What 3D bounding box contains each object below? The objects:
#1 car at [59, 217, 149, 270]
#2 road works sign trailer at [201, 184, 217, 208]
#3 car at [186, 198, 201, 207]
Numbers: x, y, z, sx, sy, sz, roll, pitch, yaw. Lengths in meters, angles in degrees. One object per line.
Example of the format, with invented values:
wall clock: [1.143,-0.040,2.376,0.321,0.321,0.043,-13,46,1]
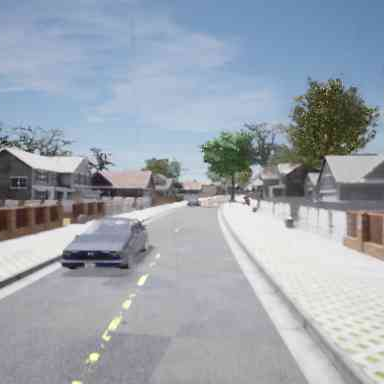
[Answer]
car: [-2.683,1.606,11.591,2.033,1.411,5.357,0,0,1]
road works sign trailer: [2.665,0.631,50.890,2.380,3.560,2.880,0,0,7]
car: [0.275,1.692,54.427,1.812,1.442,4.674,0,0,7]
